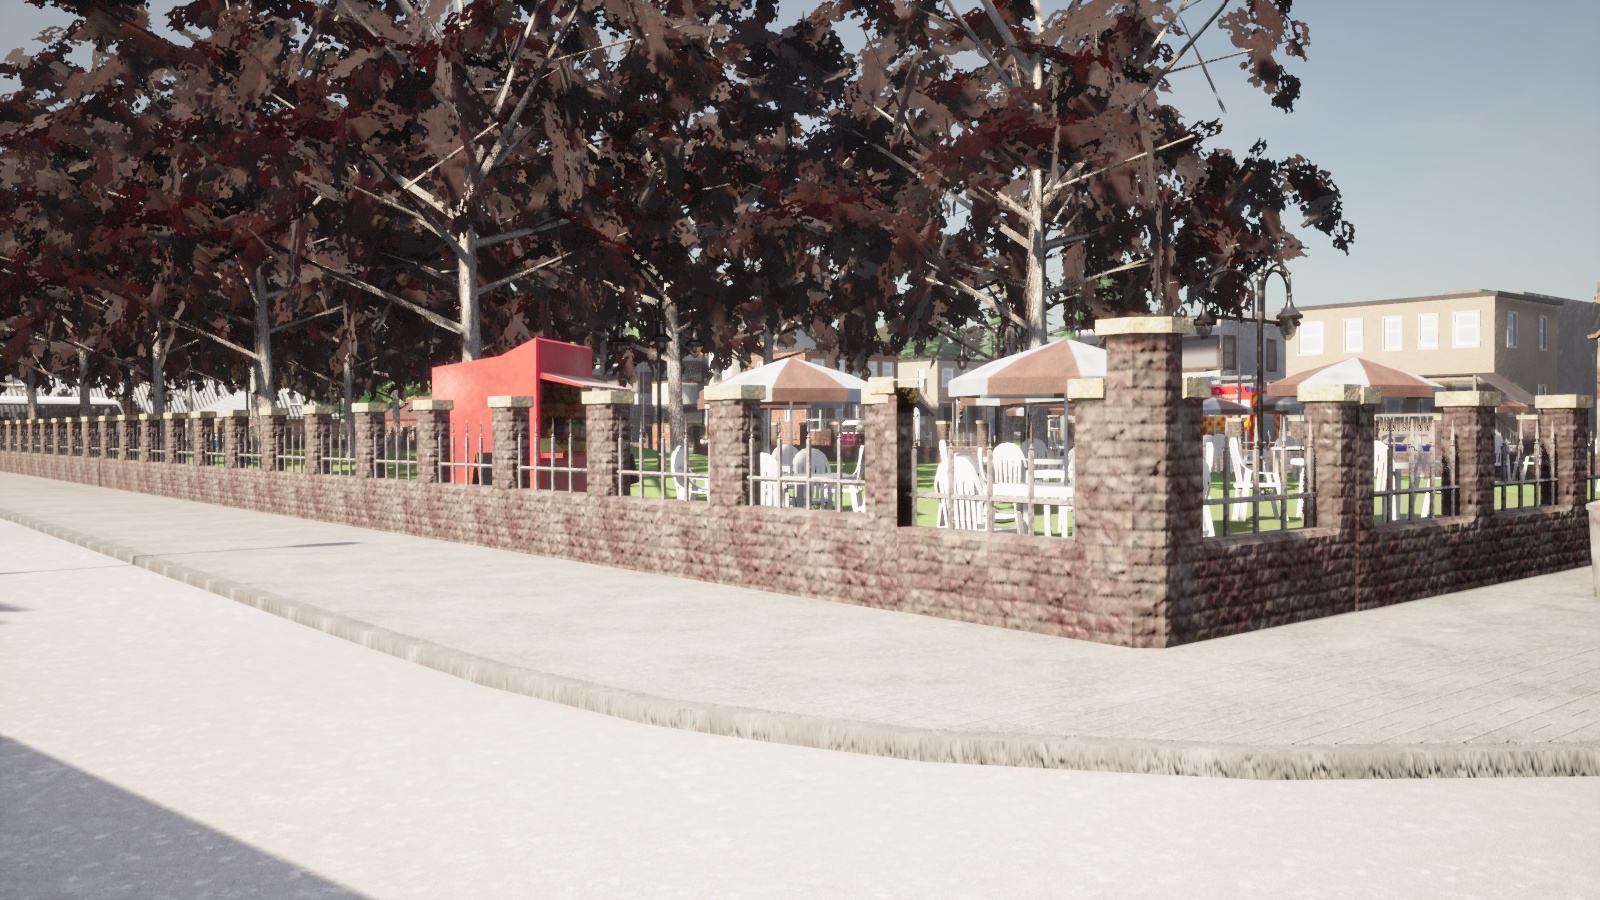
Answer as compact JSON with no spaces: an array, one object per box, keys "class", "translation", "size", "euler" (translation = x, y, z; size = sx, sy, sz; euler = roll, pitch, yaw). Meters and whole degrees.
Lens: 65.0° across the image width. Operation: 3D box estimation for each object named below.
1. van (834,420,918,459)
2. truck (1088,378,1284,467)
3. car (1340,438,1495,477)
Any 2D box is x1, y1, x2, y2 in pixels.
[{"class":"van","translation":[4.075,-0.583,68.255],"size":[2.069,2.038,4.480],"euler":[-1,1,-39]},{"class":"truck","translation":[17.672,-1.252,58.078],"size":[2.891,3.827,8.468],"euler":[-1,1,-40]},{"class":"car","translation":[22.524,0.234,45.947],"size":[1.895,1.301,4.718],"euler":[-1,1,-40]}]
